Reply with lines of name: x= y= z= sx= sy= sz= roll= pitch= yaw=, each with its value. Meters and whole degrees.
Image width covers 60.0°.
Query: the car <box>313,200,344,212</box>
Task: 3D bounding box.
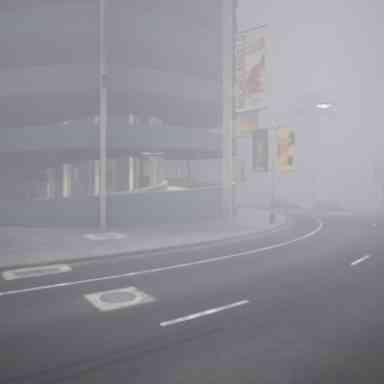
car: x=15.987 y=1.642 z=39.101 sx=1.994 sy=1.385 sz=4.181 roll=0 pitch=0 yaw=-7

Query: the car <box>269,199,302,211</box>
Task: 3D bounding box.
car: x=11.912 y=1.620 z=42.843 sx=2.033 sy=1.411 sz=5.357 roll=0 pitch=0 yaw=-14

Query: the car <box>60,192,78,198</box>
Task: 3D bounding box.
car: x=-20.940 y=1.036 z=56.757 sx=2.435 sy=2.045 sz=5.566 roll=0 pitch=0 yaw=-36
